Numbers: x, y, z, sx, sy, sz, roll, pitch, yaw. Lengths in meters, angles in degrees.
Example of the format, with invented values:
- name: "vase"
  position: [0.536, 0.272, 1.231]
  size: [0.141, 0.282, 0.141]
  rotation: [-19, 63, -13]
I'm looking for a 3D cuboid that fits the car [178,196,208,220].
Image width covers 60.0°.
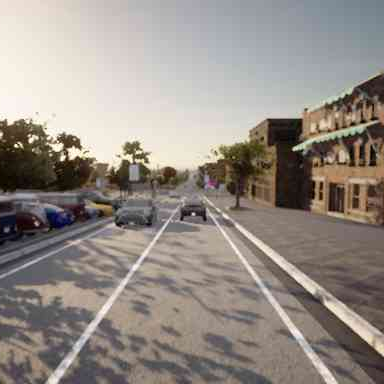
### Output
- name: "car"
  position: [0.096, 1.245, 24.928]
  size: [1.837, 1.490, 4.892]
  rotation: [0, 0, 0]

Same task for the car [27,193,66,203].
- name: "car"
  position: [-22.099, 0.892, 50.572]
  size: [5.008, 1.535, 2.097]
  rotation: [0, 1, 0]

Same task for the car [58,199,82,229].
- name: "car"
  position: [-8.968, 1.326, 18.047]
  size: [5.008, 1.535, 2.097]
  rotation: [0, 1, 0]

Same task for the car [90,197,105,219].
- name: "car"
  position: [-8.985, 1.291, 23.654]
  size: [4.674, 1.452, 2.002]
  rotation: [0, 1, 0]

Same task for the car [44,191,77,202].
- name: "car"
  position: [-22.144, 0.694, 56.121]
  size: [4.553, 1.767, 2.185]
  rotation: [0, 1, 0]

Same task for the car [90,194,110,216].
- name: "car"
  position: [-8.801, 1.210, 26.456]
  size: [5.366, 1.575, 1.946]
  rotation: [0, 1, 0]

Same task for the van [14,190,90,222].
- name: "van"
  position: [-9.095, 1.063, 20.847]
  size: [4.442, 1.987, 1.878]
  rotation: [0, 1, 0]

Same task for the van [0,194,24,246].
- name: "van"
  position: [-9.082, 1.169, 12.436]
  size: [4.442, 1.987, 1.878]
  rotation: [0, 1, 0]

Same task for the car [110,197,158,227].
- name: "car"
  position: [-3.353, 1.144, 20.742]
  size: [2.097, 1.767, 4.553]
  rotation: [0, 1, 0]

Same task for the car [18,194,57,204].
- name: "car"
  position: [-22.096, 0.969, 47.796]
  size: [4.674, 1.452, 2.002]
  rotation: [0, 1, 0]

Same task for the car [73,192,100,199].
- name: "car"
  position: [-22.163, 0.671, 69.999]
  size: [4.792, 1.488, 2.163]
  rotation: [0, 1, 0]

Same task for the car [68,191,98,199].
- name: "car"
  position: [-21.943, 0.674, 67.222]
  size: [5.366, 1.575, 1.946]
  rotation: [0, 1, 0]

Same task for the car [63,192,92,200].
- name: "car"
  position: [-22.154, 0.741, 64.448]
  size: [4.792, 1.488, 2.163]
  rotation: [0, 1, 0]

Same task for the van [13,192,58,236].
- name: "van"
  position: [-8.853, 1.137, 15.237]
  size: [4.442, 1.987, 1.878]
  rotation: [0, 1, 0]

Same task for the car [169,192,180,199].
- name: "car"
  position: [-3.285, 0.649, 63.480]
  size: [1.812, 1.442, 4.674]
  rotation: [0, 1, 1]

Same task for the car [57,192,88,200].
- name: "car"
  position: [-22.115, 0.749, 61.673]
  size: [4.892, 1.521, 2.231]
  rotation: [0, 1, 0]

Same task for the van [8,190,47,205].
- name: "van"
  position: [-22.212, 0.740, 45.017]
  size: [4.442, 1.987, 1.878]
  rotation: [0, 1, 0]

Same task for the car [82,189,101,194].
- name: "car"
  position: [-8.963, 0.925, 29.256]
  size: [5.566, 2.045, 2.435]
  rotation: [0, 1, 0]

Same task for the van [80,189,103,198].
- name: "van"
  position: [-22.021, 0.381, 72.769]
  size: [4.442, 1.987, 1.878]
  rotation: [0, 1, 0]
